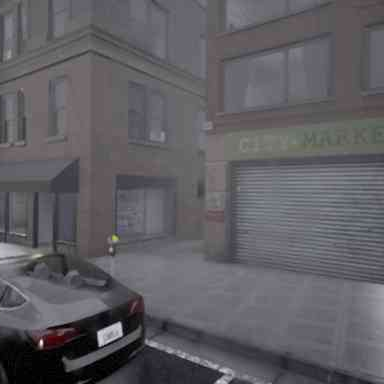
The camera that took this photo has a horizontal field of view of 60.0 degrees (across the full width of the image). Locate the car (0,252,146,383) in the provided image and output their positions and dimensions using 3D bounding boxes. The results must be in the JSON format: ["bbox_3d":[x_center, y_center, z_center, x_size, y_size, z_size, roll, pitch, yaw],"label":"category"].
[{"bbox_3d":[-2.568,1.564,4.799,4.313,1.339,1.947,0,1,36],"label":"car"}]
